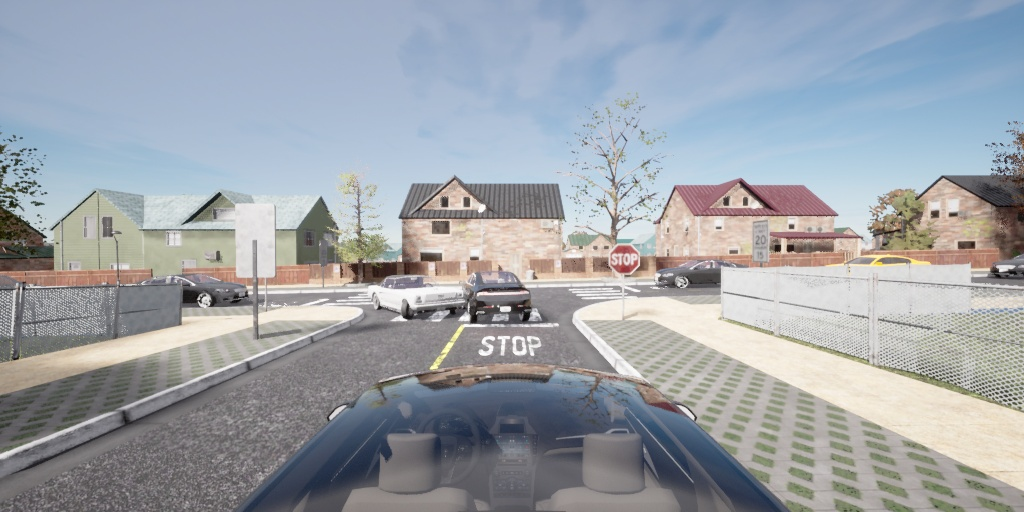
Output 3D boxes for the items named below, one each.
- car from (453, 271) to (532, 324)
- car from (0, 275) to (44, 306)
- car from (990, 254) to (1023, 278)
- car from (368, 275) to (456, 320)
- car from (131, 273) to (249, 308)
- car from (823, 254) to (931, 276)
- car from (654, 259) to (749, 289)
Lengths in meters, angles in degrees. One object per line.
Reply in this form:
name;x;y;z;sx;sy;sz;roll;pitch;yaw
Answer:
car;-0.685;1.242;12.162;2.128;1.511;4.902;0;0;-12
car;-24.239;1.648;16.477;4.553;1.767;2.097;-1;1;0
car;29.386;0.477;19.643;4.902;1.511;2.128;-1;1;0
car;-3.602;1.368;13.022;1.895;1.301;4.718;0;0;-38
car;-14.902;1.566;16.518;4.902;1.511;2.128;-1;1;0
car;19.761;0.690;19.607;5.008;1.535;1.882;-1;1;-1
car;10.331;0.925;19.570;4.902;1.511;2.128;-1;1;0
